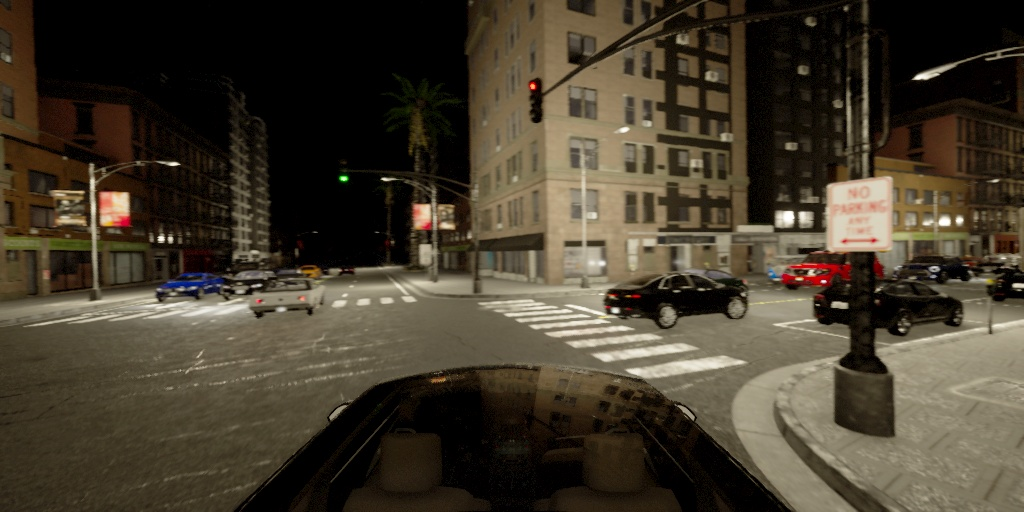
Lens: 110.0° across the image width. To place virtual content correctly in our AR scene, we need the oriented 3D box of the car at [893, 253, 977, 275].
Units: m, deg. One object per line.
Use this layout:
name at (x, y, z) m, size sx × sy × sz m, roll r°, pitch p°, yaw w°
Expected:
car at (26.229, 0.731, 22.438) m, size 4.553 × 1.767 × 2.097 m, roll -1°, pitch 1°, yaw -21°

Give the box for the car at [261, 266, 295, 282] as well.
car at (-25.847, 1.938, 39.801) m, size 2.033 × 1.411 × 5.357 m, roll -1°, pitch 0°, yaw -21°

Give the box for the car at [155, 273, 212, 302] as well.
car at (-18.508, 1.736, 20.911) m, size 1.812 × 1.442 × 4.674 m, roll -1°, pitch 0°, yaw -20°

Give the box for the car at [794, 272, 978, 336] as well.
car at (10.329, 1.261, 9.908) m, size 4.313 × 1.339 × 1.948 m, roll 0°, pitch 0°, yaw -21°

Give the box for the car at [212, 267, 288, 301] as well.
car at (-15.015, 1.615, 20.879) m, size 2.128 × 1.511 × 4.902 m, roll -1°, pitch 0°, yaw -21°

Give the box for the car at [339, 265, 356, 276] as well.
car at (-21.813, 1.836, 47.570) m, size 2.033 × 1.411 × 5.357 m, roll -1°, pitch 0°, yaw -21°

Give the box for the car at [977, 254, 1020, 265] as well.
car at (35.763, 0.727, 26.083) m, size 4.902 × 1.511 × 2.128 m, roll -1°, pitch 1°, yaw -21°

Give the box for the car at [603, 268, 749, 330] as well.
car at (5.171, 1.258, 11.236) m, size 4.892 × 1.490 × 1.837 m, roll -1°, pitch -4°, yaw -24°

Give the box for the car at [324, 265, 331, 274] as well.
car at (-25.695, 1.907, 48.293) m, size 1.812 × 1.442 × 4.674 m, roll -1°, pitch 0°, yaw -21°

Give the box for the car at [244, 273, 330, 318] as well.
car at (-8.758, 1.567, 14.399) m, size 1.895 × 1.301 × 4.718 m, roll -1°, pitch 0°, yaw -21°

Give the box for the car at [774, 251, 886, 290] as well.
car at (16.848, 0.748, 18.815) m, size 5.566 × 2.045 × 2.150 m, roll -1°, pitch 1°, yaw -21°

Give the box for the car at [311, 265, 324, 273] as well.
car at (-21.972, 1.775, 38.823) m, size 1.882 × 1.535 × 5.008 m, roll -1°, pitch 0°, yaw -21°

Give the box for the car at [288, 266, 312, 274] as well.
car at (-18.556, 1.762, 29.955) m, size 2.033 × 1.411 × 5.357 m, roll -1°, pitch 0°, yaw -21°

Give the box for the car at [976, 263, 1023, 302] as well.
car at (20.580, 1.096, 13.876) m, size 4.313 × 1.339 × 1.948 m, roll 0°, pitch 0°, yaw -21°

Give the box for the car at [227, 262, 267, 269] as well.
car at (-22.048, 1.522, 29.952) m, size 2.150 × 2.045 × 5.566 m, roll -1°, pitch 0°, yaw -21°

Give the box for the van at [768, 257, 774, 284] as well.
van at (17.501, 0.830, 21.827) m, size 3.998 × 1.789 × 1.690 m, roll 0°, pitch 0°, yaw -21°
